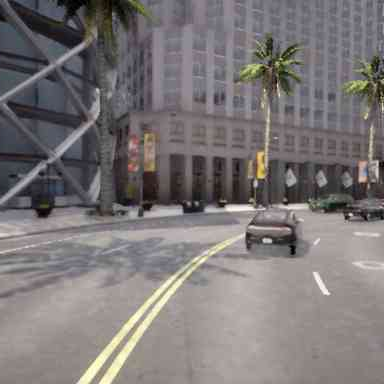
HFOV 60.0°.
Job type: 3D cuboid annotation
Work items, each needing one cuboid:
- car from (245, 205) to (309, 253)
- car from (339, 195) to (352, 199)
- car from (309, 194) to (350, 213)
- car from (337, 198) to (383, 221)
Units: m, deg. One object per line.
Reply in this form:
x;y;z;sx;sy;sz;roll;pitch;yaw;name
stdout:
3.477;1.467;13.681;2.128;1.511;4.902;0;0;21;car
17.788;1.422;33.980;4.553;1.767;2.097;0;0;-27;car
15.397;1.213;36.630;5.566;2.045;2.150;1;0;-29;car
14.247;1.518;27.289;4.892;1.490;1.837;0;0;-37;car
